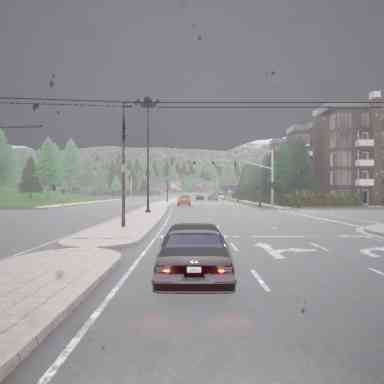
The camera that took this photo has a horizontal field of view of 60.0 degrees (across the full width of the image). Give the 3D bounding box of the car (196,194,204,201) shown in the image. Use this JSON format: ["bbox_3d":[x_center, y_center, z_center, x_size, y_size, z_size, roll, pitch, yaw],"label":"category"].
[{"bbox_3d":[2.050,1.477,85.536,1.882,1.535,5.008,0,0,0],"label":"car"}]

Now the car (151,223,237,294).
[{"bbox_3d":[0.049,1.547,8.930,2.033,1.411,5.357,0,0,0],"label":"car"}]

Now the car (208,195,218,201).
[{"bbox_3d":[5.550,1.539,85.541,2.033,1.411,5.357,0,0,0],"label":"car"}]

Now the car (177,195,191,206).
[{"bbox_3d":[-1.312,1.352,54.676,2.097,1.767,4.553,0,0,-1],"label":"car"}]

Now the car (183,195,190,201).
[{"bbox_3d":[-1.450,1.523,85.501,1.812,1.442,4.674,0,0,0],"label":"car"}]
